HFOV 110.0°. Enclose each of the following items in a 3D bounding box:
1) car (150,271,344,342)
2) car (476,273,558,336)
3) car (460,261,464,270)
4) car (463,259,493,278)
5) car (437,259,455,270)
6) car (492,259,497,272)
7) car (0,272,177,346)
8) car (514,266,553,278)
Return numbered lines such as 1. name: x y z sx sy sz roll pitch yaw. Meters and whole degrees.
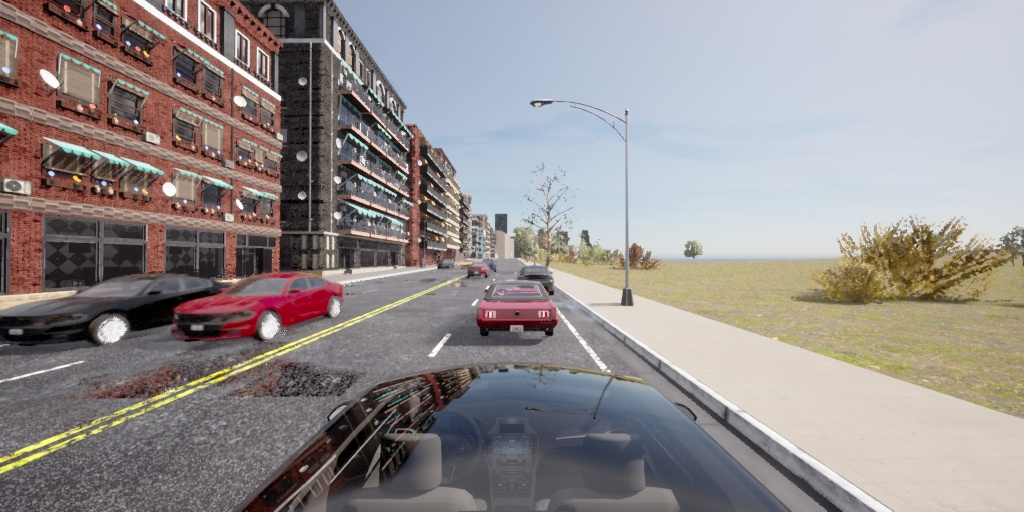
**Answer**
1. car: -6.572 1.229 9.993 1.882 1.535 5.008 0 0 0
2. car: 0.128 1.352 10.336 1.895 1.301 4.718 0 0 0
3. car: -6.417 1.228 53.046 1.882 1.535 5.008 0 0 0
4. car: -3.044 1.279 33.232 1.812 1.442 4.674 0 -1 0
5. car: -9.668 1.228 52.642 1.882 1.535 5.008 0 0 0
6. car: -2.980 1.103 45.817 2.097 1.767 4.553 0 0 -1
7. car: -9.824 1.229 9.601 1.882 1.535 5.008 0 0 0
8. car: 1.198 1.257 19.537 1.837 1.490 4.892 0 0 0
